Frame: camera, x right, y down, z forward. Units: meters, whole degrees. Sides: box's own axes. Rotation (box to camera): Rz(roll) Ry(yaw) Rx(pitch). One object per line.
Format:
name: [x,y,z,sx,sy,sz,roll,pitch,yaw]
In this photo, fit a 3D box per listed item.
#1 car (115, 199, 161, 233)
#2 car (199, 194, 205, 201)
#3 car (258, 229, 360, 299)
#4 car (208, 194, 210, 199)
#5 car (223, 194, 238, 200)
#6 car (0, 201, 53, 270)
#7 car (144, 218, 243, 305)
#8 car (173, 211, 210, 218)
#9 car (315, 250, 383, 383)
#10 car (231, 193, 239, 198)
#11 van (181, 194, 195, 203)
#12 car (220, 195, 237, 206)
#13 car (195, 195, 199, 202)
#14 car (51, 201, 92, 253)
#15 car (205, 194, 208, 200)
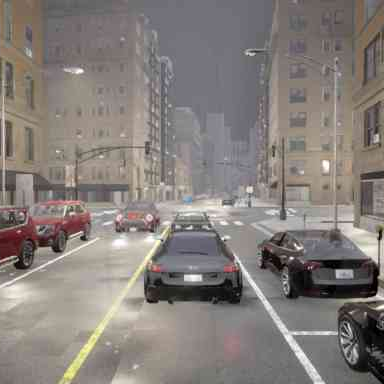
car: [-3.030,1.343,19.371,2.097,1.767,4.553,0,0,0]
car: [1.416,1.399,80.918,1.752,1.417,4.829,0,0,9]
car: [2.841,1.563,8.282,1.947,1.339,4.313,-1,0,0]
car: [3.123,1.303,91.951,1.967,1.590,4.097,0,0,9]
car: [7.345,1.483,63.486,1.947,1.339,4.313,0,0,9]
car: [-5.687,1.313,8.260,2.192,1.841,5.009,-1,0,0]
car: [0.038,1.561,8.165,1.994,1.385,4.181,0,0,0]
car: [-0.023,1.594,16.979,1.895,1.301,4.718,0,0,0]
car: [2.851,1.565,2.775,1.947,1.339,4.313,-1,0,0]
car: [10.706,1.196,85.214,2.192,1.841,5.009,0,0,9]
van: [-1.082,1.245,64.789,1.690,1.788,3.998,0,0,9]
car: [5.663,1.509,52.622,1.947,1.339,4.313,0,0,9]
car: [-0.240,1.332,70.222,1.967,1.590,4.097,0,0,9]
car: [-5.696,1.310,13.768,2.192,1.841,5.009,-1,0,0]
car: [2.283,1.449,86.518,1.802,1.307,4.206,0,0,9]
